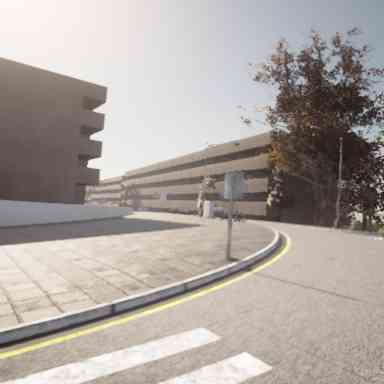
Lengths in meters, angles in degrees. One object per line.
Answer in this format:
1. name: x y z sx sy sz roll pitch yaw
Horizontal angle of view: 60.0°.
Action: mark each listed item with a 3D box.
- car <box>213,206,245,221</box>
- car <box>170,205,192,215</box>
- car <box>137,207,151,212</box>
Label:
1. car: 3.569 2.270 35.875 2.033 1.411 5.357 6 -3 -23
2. car: -1.618 2.576 47.600 2.128 1.511 4.902 6 -5 -24
3. car: -9.312 3.727 63.933 1.837 1.490 4.892 6 -7 -25
